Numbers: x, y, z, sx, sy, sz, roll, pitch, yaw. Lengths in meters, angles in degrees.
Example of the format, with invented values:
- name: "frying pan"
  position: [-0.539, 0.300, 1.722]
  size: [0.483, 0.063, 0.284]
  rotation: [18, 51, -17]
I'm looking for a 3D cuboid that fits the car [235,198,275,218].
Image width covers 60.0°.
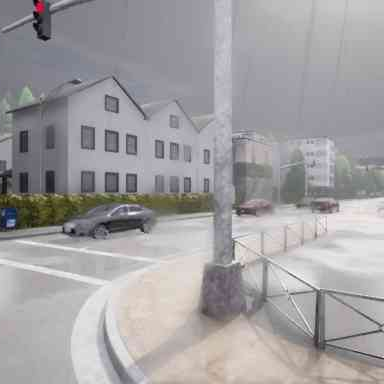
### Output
- name: "car"
  position: [5.511, 1.289, 28.584]
  size: [1.882, 1.535, 5.008]
  rotation: [0, 0, 36]

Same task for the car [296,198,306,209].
- name: "car"
  position: [14.572, 1.402, 41.346]
  size: [2.033, 1.411, 5.357]
  rotation: [0, 0, 35]

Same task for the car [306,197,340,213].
- name: "car"
  position: [13.505, 1.289, 33.618]
  size: [1.882, 1.535, 5.008]
  rotation: [0, 0, 35]

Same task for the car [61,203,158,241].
- name: "car"
  position: [-3.690, 1.303, 15.679]
  size: [2.128, 1.511, 4.902]
  rotation: [0, 0, 36]
